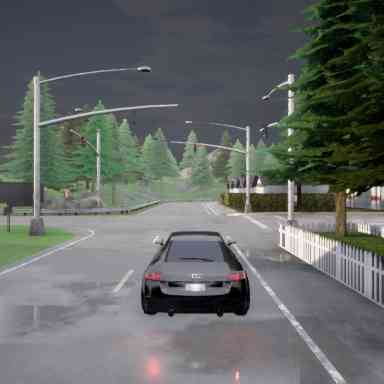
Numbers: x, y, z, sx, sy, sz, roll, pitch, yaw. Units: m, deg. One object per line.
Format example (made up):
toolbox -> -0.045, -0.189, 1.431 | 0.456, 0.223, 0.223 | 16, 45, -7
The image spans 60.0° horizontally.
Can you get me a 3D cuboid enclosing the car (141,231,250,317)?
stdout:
car -> 0.077, 1.564, 7.565 | 1.994, 1.385, 4.181 | 0, 0, 1
